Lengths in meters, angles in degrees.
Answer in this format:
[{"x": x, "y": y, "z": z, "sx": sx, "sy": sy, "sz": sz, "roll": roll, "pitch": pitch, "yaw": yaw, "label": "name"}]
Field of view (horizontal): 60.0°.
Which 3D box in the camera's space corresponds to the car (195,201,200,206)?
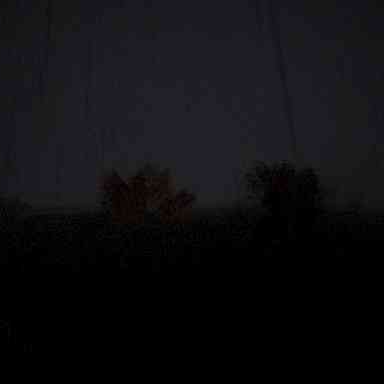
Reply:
[{"x": -0.151, "y": 2.333, "z": 72.609, "sx": 2.128, "sy": 1.511, "sz": 4.902, "roll": -2, "pitch": -2, "yaw": 36, "label": "car"}]
